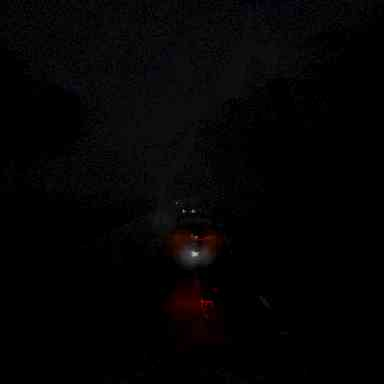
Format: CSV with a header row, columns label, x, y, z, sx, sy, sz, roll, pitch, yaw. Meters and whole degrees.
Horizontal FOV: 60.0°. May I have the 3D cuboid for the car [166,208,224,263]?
label,x,y,z,sx,sy,sz,roll,pitch,yaw
car,0.096,1.554,12.071,1.837,1.490,4.892,0,0,0

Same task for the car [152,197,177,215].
label,x,y,z,sx,sy,sz,roll,pitch,yaw
car,-3.068,1.584,35.377,2.128,1.511,4.902,0,0,0

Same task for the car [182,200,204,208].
label,x,y,z,sx,sy,sz,roll,pitch,yaw
car,0.119,1.637,29.642,2.033,1.411,5.357,-1,0,0

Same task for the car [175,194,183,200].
label,x,y,z,sx,sy,sz,roll,pitch,yaw
car,-2.940,1.237,76.507,2.128,1.511,4.902,0,0,0

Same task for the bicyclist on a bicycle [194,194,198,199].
label,x,y,z,sx,sy,sz,roll,pitch,yaw
bicyclist on a bicycle,0.951,1.113,94.790,0.582,1.620,1.656,-6,0,2
